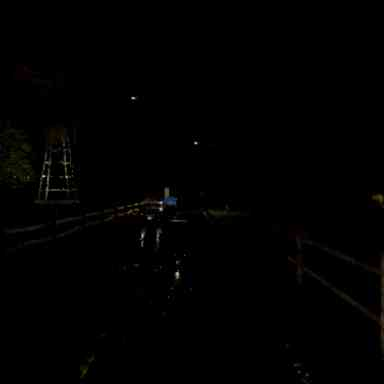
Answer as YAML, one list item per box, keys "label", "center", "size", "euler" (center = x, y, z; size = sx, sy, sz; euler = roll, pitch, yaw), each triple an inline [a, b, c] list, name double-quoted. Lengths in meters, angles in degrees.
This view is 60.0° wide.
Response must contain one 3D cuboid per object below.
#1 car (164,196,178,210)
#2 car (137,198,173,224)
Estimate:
- label: "car"
  center: [-2.783, 1.254, 41.356]
  size: [1.882, 1.535, 5.008]
  euler: [0, 0, 0]
- label: "car"
  center: [-2.797, 1.476, 24.503]
  size: [2.128, 1.511, 4.902]
  euler: [0, 0, 0]
